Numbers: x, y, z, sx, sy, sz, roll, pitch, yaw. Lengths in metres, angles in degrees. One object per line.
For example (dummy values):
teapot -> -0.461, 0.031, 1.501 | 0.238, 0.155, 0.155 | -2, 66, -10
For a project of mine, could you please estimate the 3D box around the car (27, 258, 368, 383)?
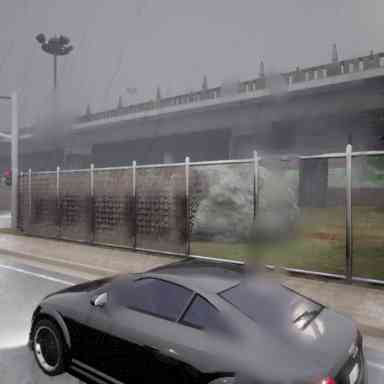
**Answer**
car -> -0.189, 1.564, 4.125 | 4.181, 1.385, 1.994 | 0, 0, 36
